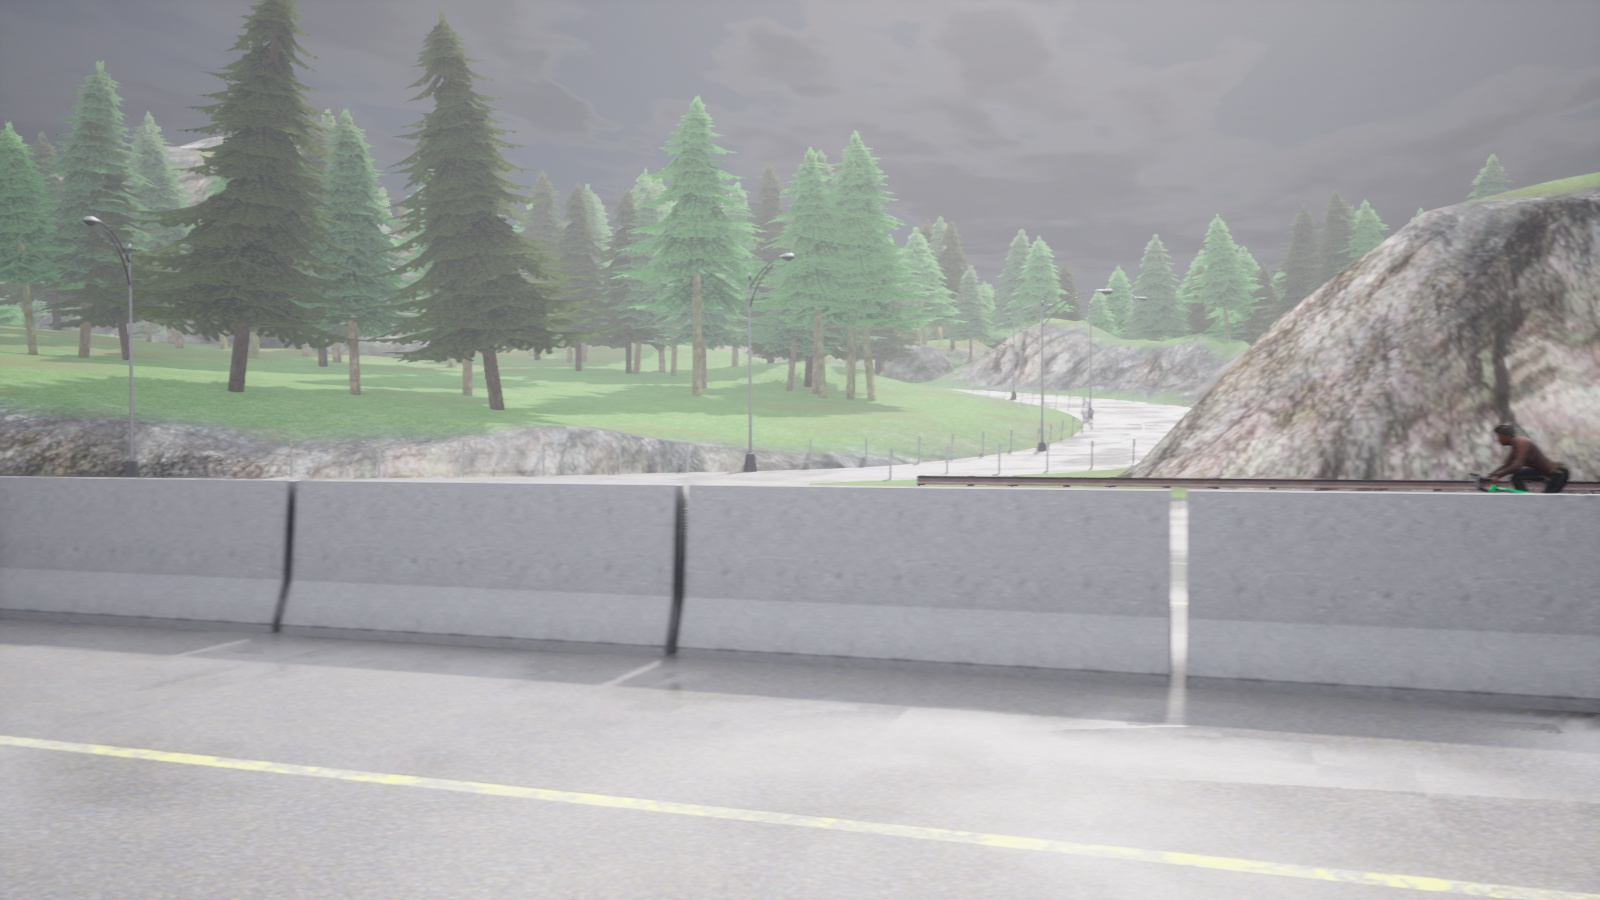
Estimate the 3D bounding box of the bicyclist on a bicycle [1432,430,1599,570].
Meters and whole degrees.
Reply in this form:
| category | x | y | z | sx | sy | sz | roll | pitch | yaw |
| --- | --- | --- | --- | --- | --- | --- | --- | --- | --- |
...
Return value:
| category | x | y | z | sx | sy | sz | roll | pitch | yaw |
| --- | --- | --- | --- | --- | --- | --- | --- | --- | --- |
| bicyclist on a bicycle | 8.559 | 0.570 | 15.083 | 1.656 | 1.620 | 0.582 | 0 | 1 | 19 |
